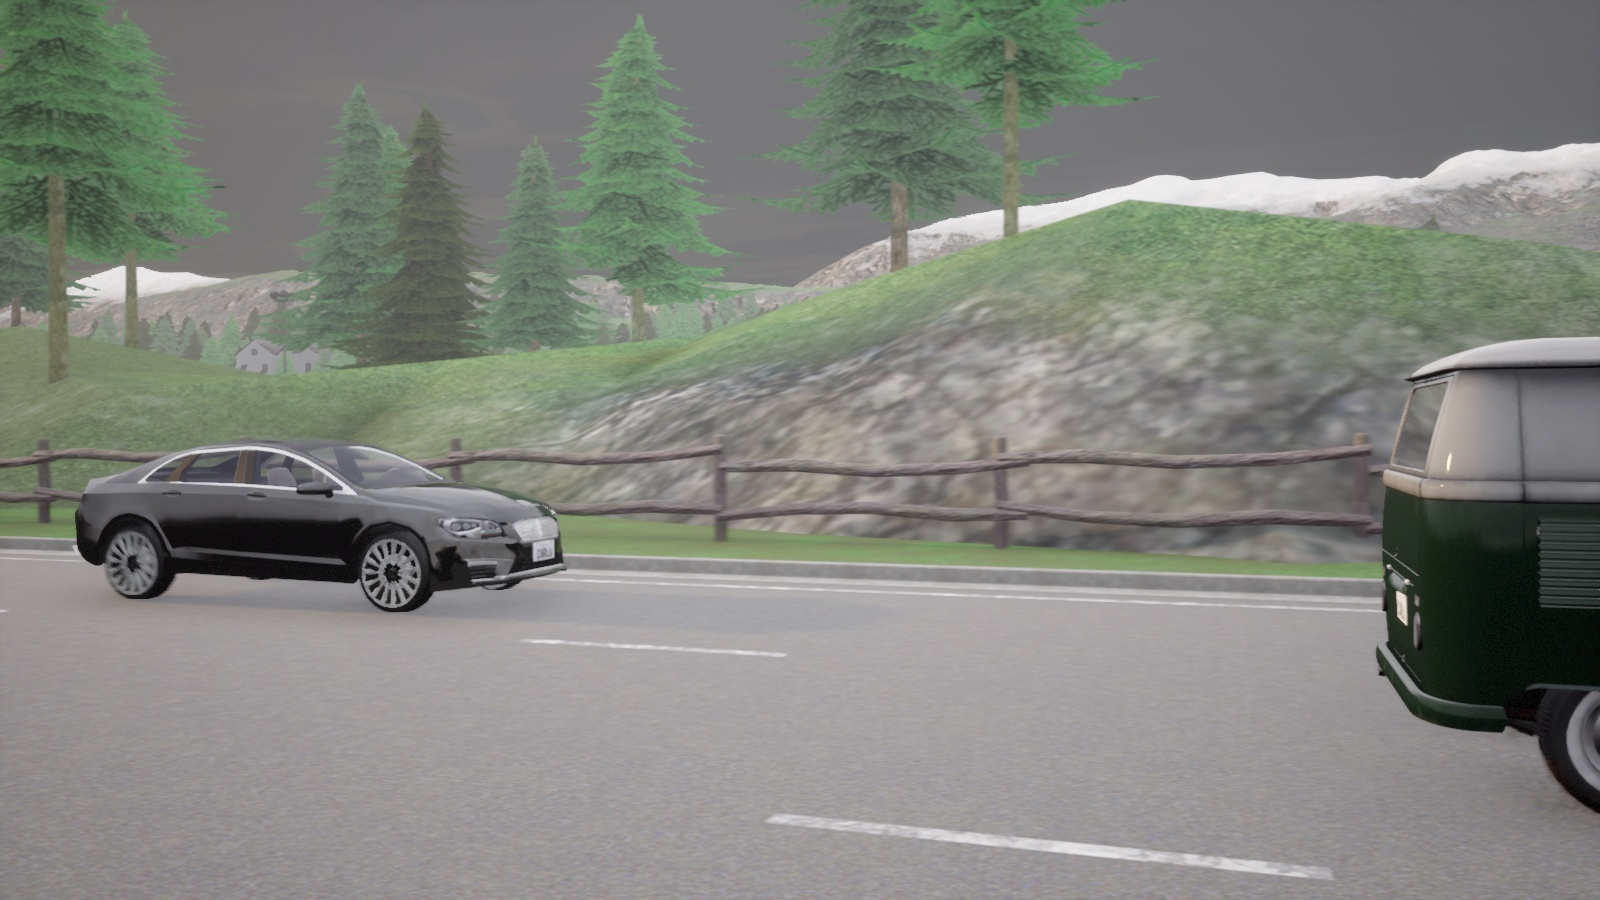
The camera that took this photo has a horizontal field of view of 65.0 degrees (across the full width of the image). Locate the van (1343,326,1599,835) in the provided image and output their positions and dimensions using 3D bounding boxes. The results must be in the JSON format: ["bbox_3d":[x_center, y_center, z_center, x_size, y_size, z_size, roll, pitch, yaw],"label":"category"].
[{"bbox_3d":[4.780,0.512,5.274,4.442,1.987,1.775,0,1,19],"label":"van"}]

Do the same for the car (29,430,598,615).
[{"bbox_3d":[-4.650,0.575,12.142,4.902,1.511,2.128,0,1,19],"label":"car"}]
